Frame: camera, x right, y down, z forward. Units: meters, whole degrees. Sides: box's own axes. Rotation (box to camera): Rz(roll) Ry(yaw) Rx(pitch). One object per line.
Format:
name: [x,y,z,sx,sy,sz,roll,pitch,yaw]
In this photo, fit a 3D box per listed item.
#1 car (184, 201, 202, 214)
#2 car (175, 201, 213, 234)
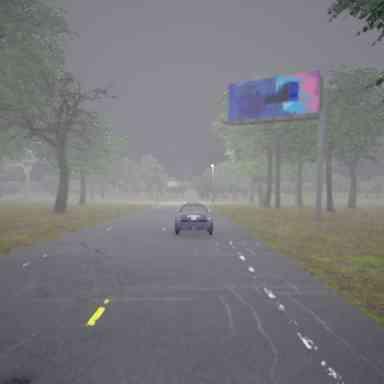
car: [0.102,1.752,39.295,1.994,1.385,4.181,0,0,0]
car: [0.101,1.438,19.794,2.097,1.767,4.553,0,0,0]
